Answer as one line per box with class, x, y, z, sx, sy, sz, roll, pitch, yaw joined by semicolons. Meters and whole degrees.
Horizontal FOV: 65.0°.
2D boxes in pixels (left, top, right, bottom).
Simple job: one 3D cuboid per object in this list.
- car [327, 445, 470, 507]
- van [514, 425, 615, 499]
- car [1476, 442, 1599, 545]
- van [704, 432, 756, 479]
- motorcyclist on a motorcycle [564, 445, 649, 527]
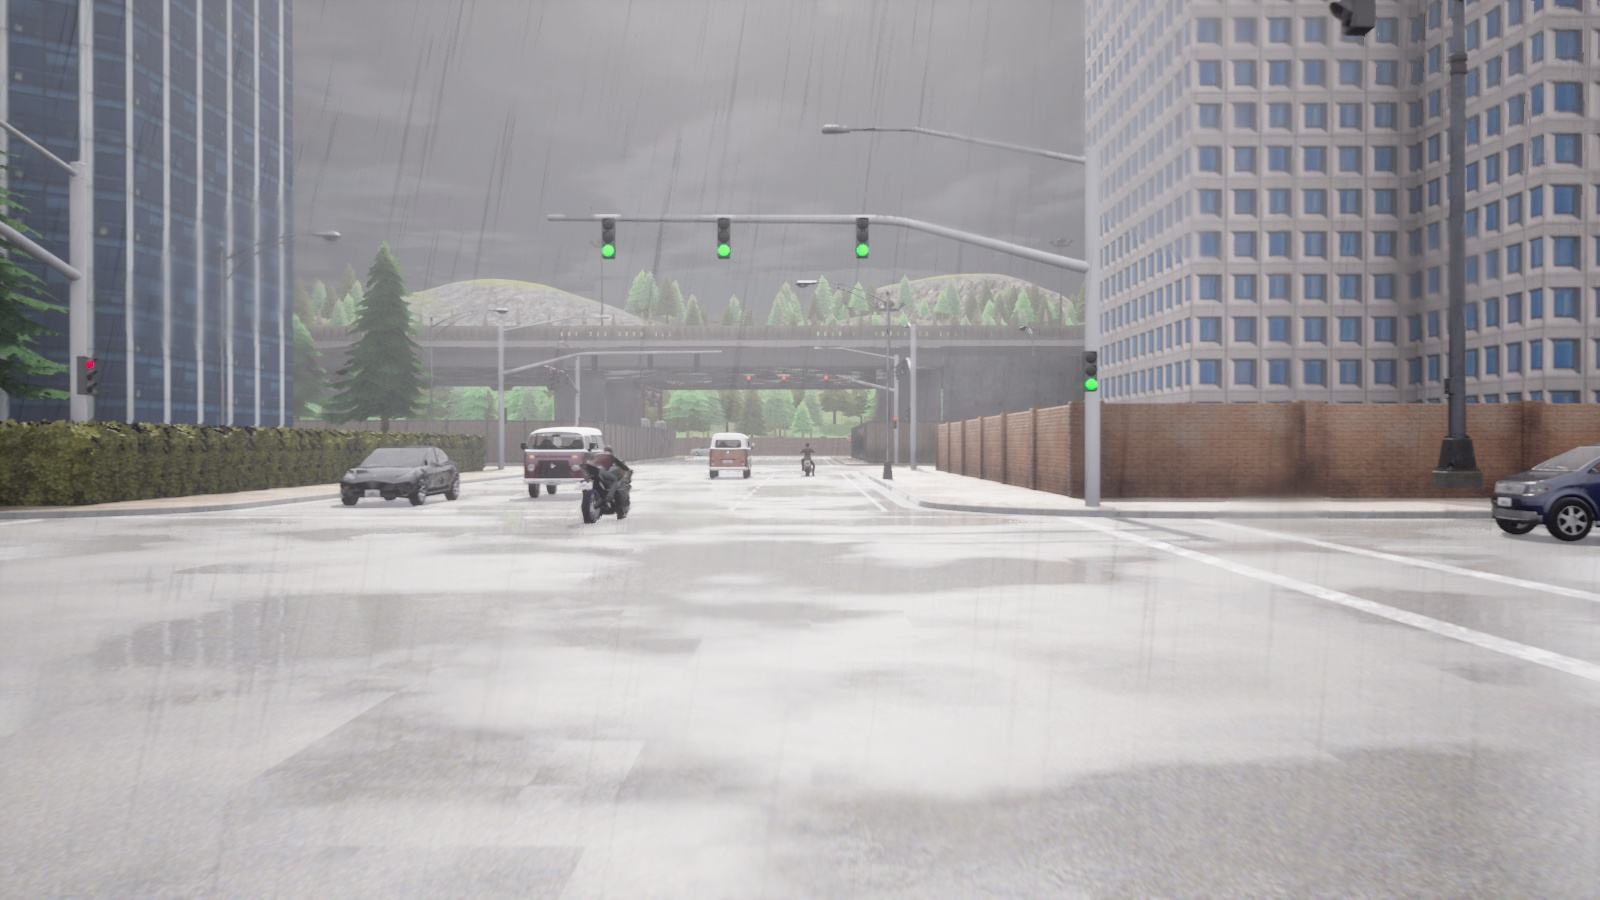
car;-10.299;0.609;32.638;2.163;1.488;4.792;0;0;0
van;-6.777;0.320;36.579;2.069;2.038;4.480;0;0;0
car;13.046;0.657;19.884;3.705;1.549;1.789;0;0;1
van;-3.159;0.240;57.299;2.069;2.038;4.480;0;0;0
motorcyclist on a motorcycle;-3.775;0.681;24.703;0.866;1.530;2.191;-1;0;14
